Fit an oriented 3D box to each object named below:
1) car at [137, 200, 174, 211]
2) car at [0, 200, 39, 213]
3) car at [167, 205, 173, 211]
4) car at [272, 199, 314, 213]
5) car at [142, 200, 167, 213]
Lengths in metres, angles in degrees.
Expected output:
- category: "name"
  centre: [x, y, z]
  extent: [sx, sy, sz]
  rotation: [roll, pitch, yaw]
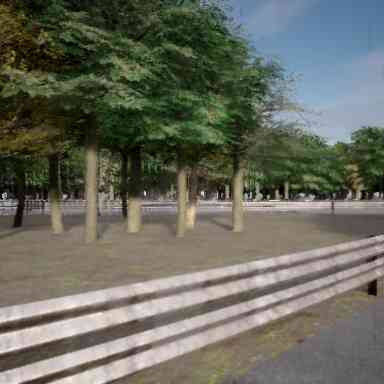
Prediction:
- category: "car"
  centre: [-5.175, 1.843, 47.073]
  extent: [5.008, 1.535, 1.882]
  rotation: [0, -1, 0]
- category: "car"
  centre: [-20.960, 1.685, 40.072]
  extent: [4.902, 1.511, 2.128]
  rotation: [0, -1, 0]
- category: "car"
  centre: [-5.173, 1.800, 43.574]
  extent: [4.892, 1.490, 1.837]
  rotation: [0, -1, 0]
- category: "car"
  centre: [12.174, 1.634, 40.080]
  extent: [4.892, 1.490, 1.837]
  rotation: [0, -1, 0]
- category: "car"
  centre: [-5.826, 1.670, 40.076]
  extent: [4.902, 1.511, 2.128]
  rotation: [0, -1, 0]
